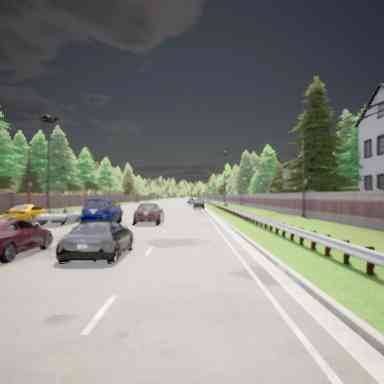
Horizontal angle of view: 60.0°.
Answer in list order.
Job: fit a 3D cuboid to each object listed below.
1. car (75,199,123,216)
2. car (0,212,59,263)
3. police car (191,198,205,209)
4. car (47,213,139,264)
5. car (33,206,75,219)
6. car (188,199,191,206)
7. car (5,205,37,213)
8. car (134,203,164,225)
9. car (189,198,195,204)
[{"bbox_3d":[-6.977,1.551,26.214,2.150,2.045,5.566,0,0,0],"label":"car"},{"bbox_3d":[-6.960,1.683,12.447,1.812,1.442,4.674,0,-1,1],"label":"car"},{"bbox_3d":[1.210,2.148,57.844,1.930,1.638,5.238,0,-1,0],"label":"police car"},{"bbox_3d":[-3.458,1.723,12.554,1.994,1.385,4.181,0,-1,1],"label":"car"},{"bbox_3d":[-10.472,1.935,26.709,1.895,1.301,4.718,0,-1,1],"label":"car"},{"bbox_3d":[-0.019,2.433,77.381,1.994,1.385,4.181,0,-1,0],"label":"car"},{"bbox_3d":[-13.955,1.835,28.522,1.882,1.535,5.008,0,0,0],"label":"car"},{"bbox_3d":[-3.465,1.693,27.237,2.097,1.767,4.553,0,-1,1],"label":"car"},{"bbox_3d":[-0.023,2.564,92.357,1.837,1.490,4.892,0,-1,0],"label":"car"}]
